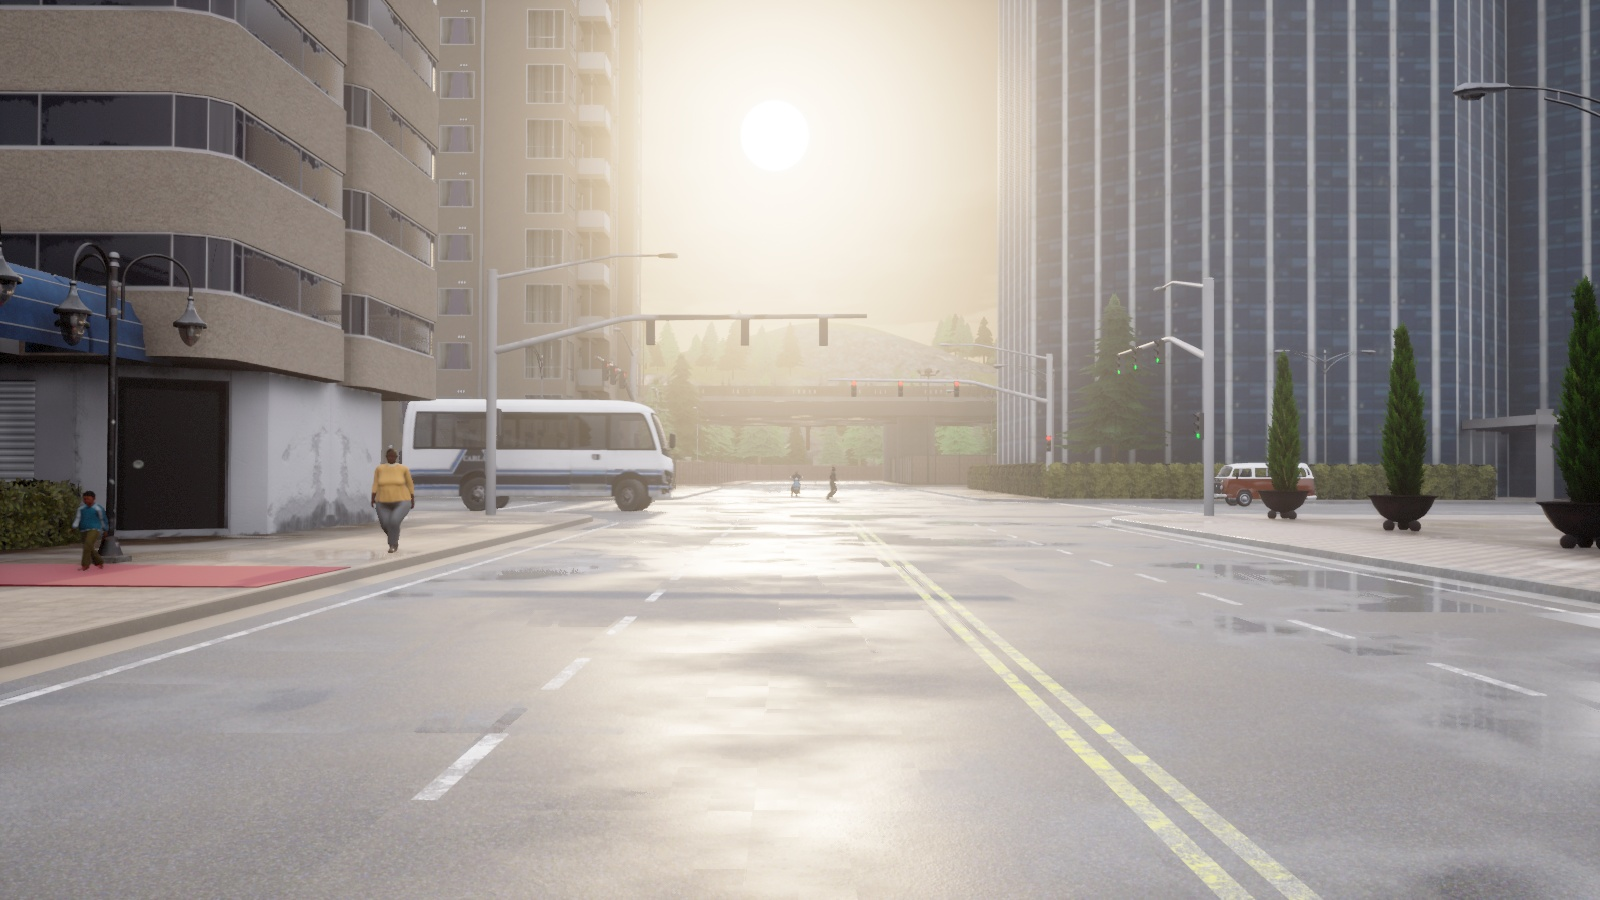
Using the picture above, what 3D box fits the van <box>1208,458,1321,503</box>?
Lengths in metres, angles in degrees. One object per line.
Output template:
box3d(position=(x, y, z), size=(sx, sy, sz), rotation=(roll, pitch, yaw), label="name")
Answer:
box3d(position=(21.638, 1.433, 58.627), size=(4.480, 2.038, 2.069), rotation=(0, -1, -1), label="van")

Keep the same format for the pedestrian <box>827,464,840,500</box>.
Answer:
box3d(position=(1.813, 1.716, 67.182), size=(0.666, 1.930, 0.402), rotation=(0, -1, 4), label="pedestrian")

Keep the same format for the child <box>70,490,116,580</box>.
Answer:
box3d(position=(-9.583, 1.142, 17.030), size=(0.343, 1.192, 0.448), rotation=(0, -1, 5), label="child")

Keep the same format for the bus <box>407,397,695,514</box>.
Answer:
box3d(position=(-9.301, 0.283, 48.200), size=(10.273, 4.253, 3.944), rotation=(0, -3, -1), label="bus")

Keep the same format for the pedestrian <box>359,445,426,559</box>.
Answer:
box3d(position=(-6.781, 0.851, 20.936), size=(0.874, 1.855, 0.900), rotation=(0, -1, -5), label="pedestrian")
